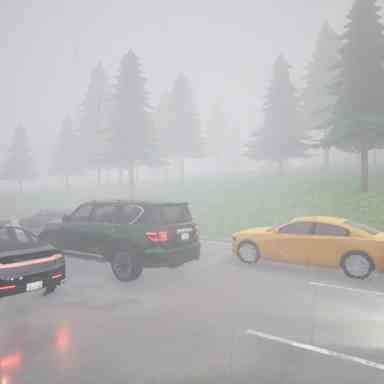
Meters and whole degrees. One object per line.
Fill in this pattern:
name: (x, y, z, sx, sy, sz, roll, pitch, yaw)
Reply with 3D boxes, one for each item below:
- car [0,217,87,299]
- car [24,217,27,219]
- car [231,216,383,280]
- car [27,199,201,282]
car: (-4.830, 1.491, 7.455, 4.902, 1.511, 2.128, 0, 0, 36)
car: (-7.513, 1.564, 17.990, 4.181, 1.385, 1.994, 0, 0, 36)
car: (3.579, 1.478, 10.041, 5.008, 1.535, 1.882, 0, 0, 36)
car: (-2.357, 1.221, 9.990, 5.566, 2.045, 2.150, 0, 0, 35)
